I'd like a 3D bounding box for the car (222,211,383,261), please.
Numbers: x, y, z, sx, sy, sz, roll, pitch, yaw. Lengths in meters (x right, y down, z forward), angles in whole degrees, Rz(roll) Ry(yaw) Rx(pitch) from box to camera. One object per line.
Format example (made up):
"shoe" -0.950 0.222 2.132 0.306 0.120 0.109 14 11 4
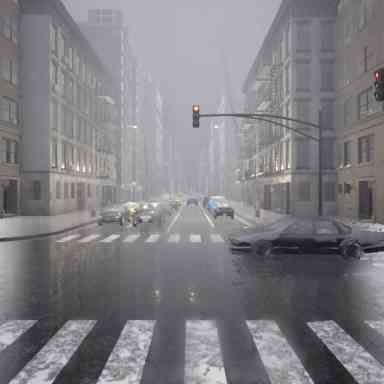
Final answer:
"car" 3.951 1.572 11.846 5.357 1.411 2.033 0 0 0

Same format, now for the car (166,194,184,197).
"car" -2.793 1.474 53.024 1.882 1.535 5.008 0 0 1

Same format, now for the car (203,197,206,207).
"car" 2.645 1.578 39.723 1.802 1.307 4.206 0 0 0

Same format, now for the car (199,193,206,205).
"car" 2.649 1.311 50.535 2.192 1.841 5.009 0 0 0

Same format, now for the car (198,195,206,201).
"car" 2.661 1.560 88.379 1.947 1.339 4.313 0 0 0

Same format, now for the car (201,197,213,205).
"car" 2.652 1.546 61.348 2.008 1.369 4.403 0 0 0

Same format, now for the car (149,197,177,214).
"car" -2.843 1.544 32.755 2.033 1.411 5.357 0 0 0

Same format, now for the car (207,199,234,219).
"car" 2.641 1.548 28.910 2.008 1.369 4.403 0 0 0

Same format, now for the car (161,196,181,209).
"car" -2.832 1.560 42.769 1.994 1.385 4.181 0 0 1

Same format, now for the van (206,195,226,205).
"van" 2.643 1.338 34.317 1.690 1.788 3.998 0 0 0

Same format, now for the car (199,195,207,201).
"car" 2.660 1.539 82.973 1.887 1.381 4.507 0 0 0

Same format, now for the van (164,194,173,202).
"van" -5.434 1.336 77.566 1.690 1.788 3.998 0 0 0

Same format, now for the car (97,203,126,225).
"car" -5.389 1.549 23.504 2.008 1.369 4.403 0 0 0

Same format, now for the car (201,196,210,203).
"car" 2.654 1.521 66.923 1.752 1.417 4.829 0 0 0

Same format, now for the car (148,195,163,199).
"car" -5.407 1.436 45.129 1.967 1.590 4.097 0 0 0

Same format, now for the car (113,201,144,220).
"car" -5.393 1.523 28.740 1.752 1.417 4.829 0 0 0

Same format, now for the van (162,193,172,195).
"van" -5.425 1.337 66.753 1.690 1.788 3.998 0 0 0

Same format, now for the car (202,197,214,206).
"car" 2.650 1.562 55.942 1.947 1.339 4.313 0 0 0

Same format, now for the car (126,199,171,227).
"car" -2.847 1.490 22.872 2.128 1.511 4.902 0 0 0

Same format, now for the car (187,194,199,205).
"car" 0.103 1.501 57.073 1.837 1.490 4.892 0 0 0
